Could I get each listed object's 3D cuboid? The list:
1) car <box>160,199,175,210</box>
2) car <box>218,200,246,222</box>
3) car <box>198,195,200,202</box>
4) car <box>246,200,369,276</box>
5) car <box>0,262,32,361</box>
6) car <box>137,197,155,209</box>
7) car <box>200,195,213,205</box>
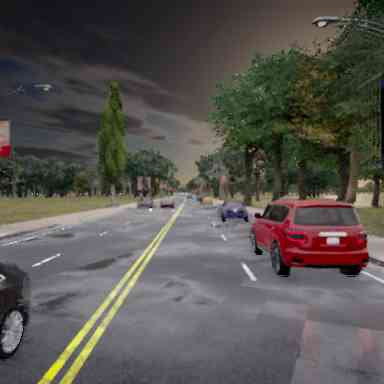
[{"bbox_3d":[-3.443,1.669,47.225,1.882,1.535,5.008,0,-1,0],"label":"car"},{"bbox_3d":[3.311,1.456,27.632,2.097,1.767,4.553,0,0,0],"label":"car"},{"bbox_3d":[2.950,1.769,76.467,2.033,1.649,4.856,0,0,0],"label":"car"},{"bbox_3d":[3.345,1.261,10.573,2.150,2.045,5.566,0,0,0],"label":"car"},{"bbox_3d":[-3.351,1.517,3.163,1.837,1.490,4.892,0,0,0],"label":"car"},{"bbox_3d":[-6.697,1.551,48.655,2.097,1.767,4.553,0,0,0],"label":"car"},{"bbox_3d":[3.030,1.760,65.462,1.882,1.535,5.008,0,0,0],"label":"car"}]
